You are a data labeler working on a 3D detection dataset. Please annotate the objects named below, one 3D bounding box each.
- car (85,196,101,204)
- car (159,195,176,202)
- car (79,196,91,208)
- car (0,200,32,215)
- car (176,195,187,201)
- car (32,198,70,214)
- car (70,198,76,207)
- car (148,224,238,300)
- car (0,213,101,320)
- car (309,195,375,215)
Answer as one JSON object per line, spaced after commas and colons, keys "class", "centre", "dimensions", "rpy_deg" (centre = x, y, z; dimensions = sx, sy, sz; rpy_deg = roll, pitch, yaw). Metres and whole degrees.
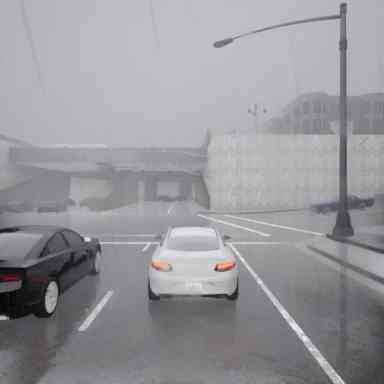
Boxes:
{"class": "car", "centre": [-19.302, 1.503, 65.079], "dimensions": [1.837, 1.490, 4.892], "rpy_deg": [0, 0, -2]}
{"class": "car", "centre": [-5.344, 1.552, 74.324], "dimensions": [1.994, 1.385, 4.181], "rpy_deg": [0, 0, 5]}
{"class": "car", "centre": [-15.371, 1.525, 49.656], "dimensions": [1.812, 1.442, 4.674], "rpy_deg": [0, 0, -2]}
{"class": "car", "centre": [-18.289, 1.547, 34.915], "dimensions": [2.033, 1.411, 5.357], "rpy_deg": [0, 0, -4]}
{"class": "car", "centre": [-2.860, 1.552, 83.848], "dimensions": [1.994, 1.385, 4.181], "rpy_deg": [0, 0, 27]}
{"class": "car", "centre": [-14.808, 1.564, 35.221], "dimensions": [1.994, 1.385, 4.181], "rpy_deg": [0, 0, -4]}
{"class": "car", "centre": [-18.868, 1.547, 49.438], "dimensions": [2.033, 1.411, 5.357], "rpy_deg": [0, 0, -2]}
{"class": "car", "centre": [0.018, 1.526, 8.239], "dimensions": [1.812, 1.442, 4.674], "rpy_deg": [0, 0, 0]}
{"class": "car", "centre": [-3.475, 1.478, 7.440], "dimensions": [1.882, 1.535, 5.008], "rpy_deg": [0, 0, 0]}
{"class": "car", "centre": [12.053, 1.012, 27.097], "dimensions": [4.718, 1.301, 1.895], "rpy_deg": [-6, 0, -1]}
